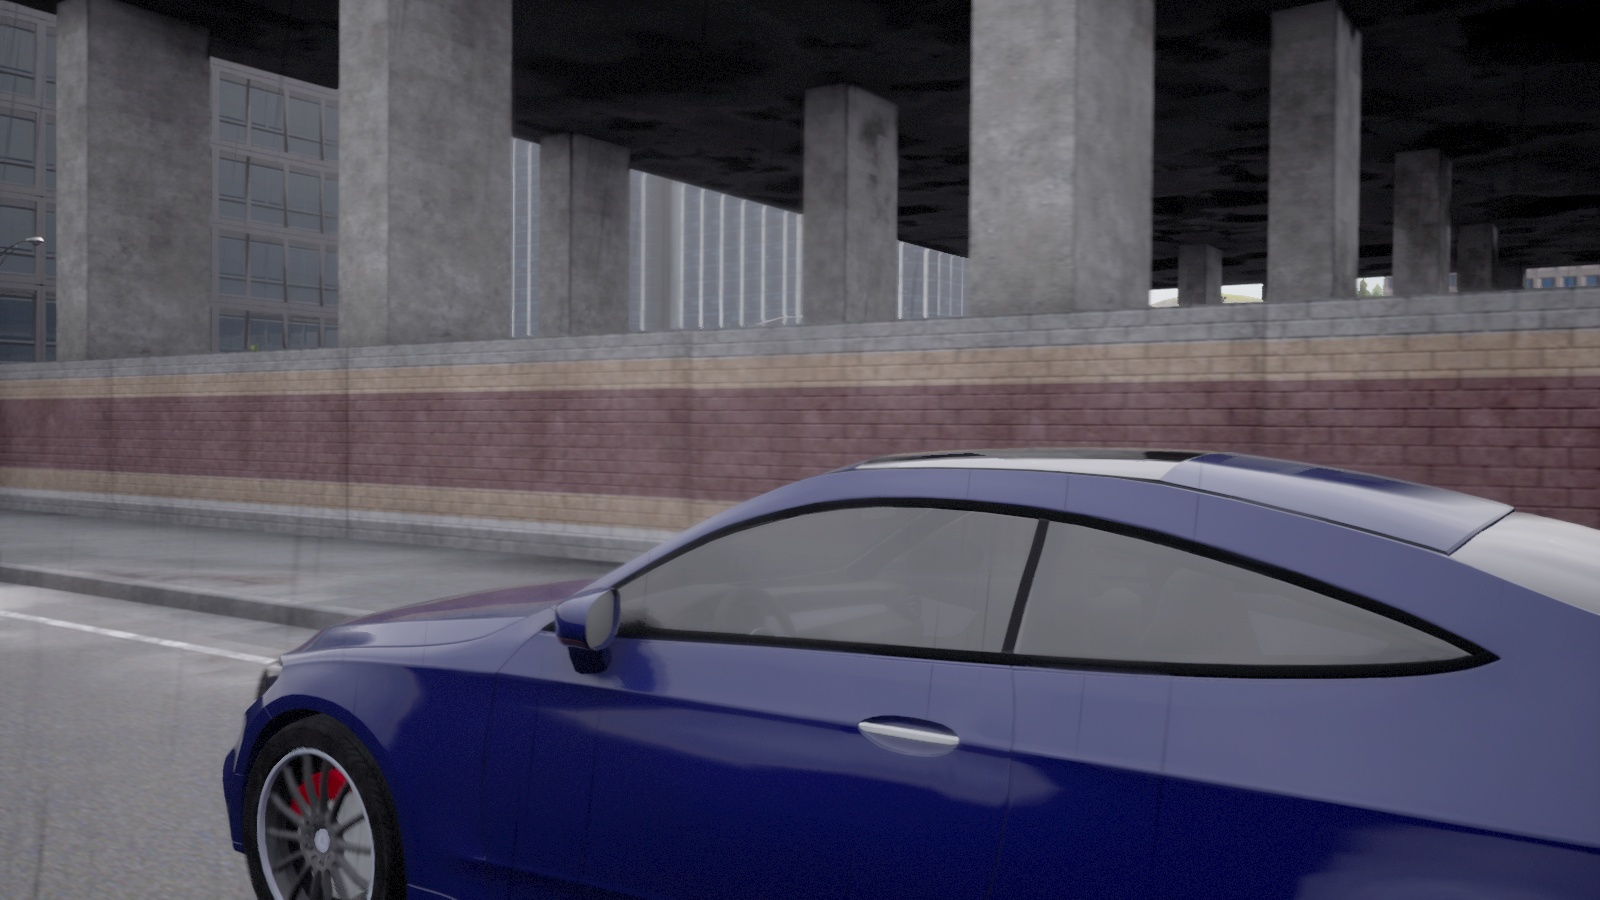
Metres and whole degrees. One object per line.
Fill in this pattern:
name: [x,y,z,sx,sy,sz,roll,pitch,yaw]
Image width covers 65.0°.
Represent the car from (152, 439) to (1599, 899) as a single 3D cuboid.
car: [0.472,0.708,3.310,4.674,1.442,1.812,0,1,34]
